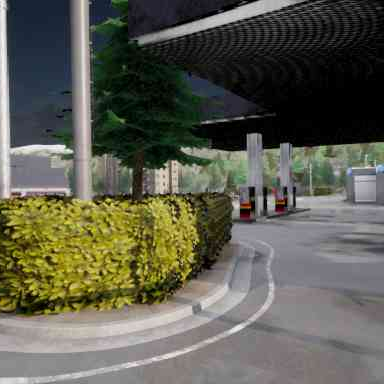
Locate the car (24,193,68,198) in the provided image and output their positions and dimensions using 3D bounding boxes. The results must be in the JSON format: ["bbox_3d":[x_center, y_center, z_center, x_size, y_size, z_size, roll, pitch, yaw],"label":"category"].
[{"bbox_3d":[-14.773,1.183,33.589,3.866,1.878,1.905,-1,1,35],"label":"car"}]

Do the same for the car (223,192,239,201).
[{"bbox_3d":[7.434,0.850,63.913,5.027,1.636,2.152,-1,1,35],"label":"car"}]

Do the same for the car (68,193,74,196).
[{"bbox_3d":[-24.243,1.124,63.877,3.866,1.878,1.905,-1,1,35],"label":"car"}]

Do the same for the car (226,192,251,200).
[{"bbox_3d":[9.206,0.812,66.502,4.514,1.523,2.007,-1,1,35],"label":"car"}]

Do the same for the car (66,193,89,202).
[{"bbox_3d":[-22.897,1.103,66.486,4.605,1.855,1.932,-1,1,35],"label":"car"}]
